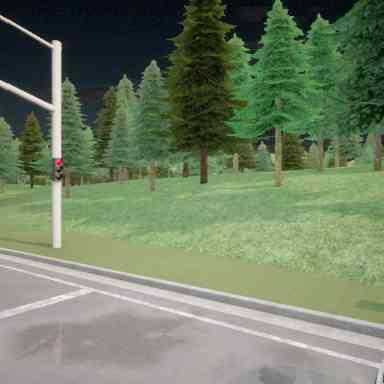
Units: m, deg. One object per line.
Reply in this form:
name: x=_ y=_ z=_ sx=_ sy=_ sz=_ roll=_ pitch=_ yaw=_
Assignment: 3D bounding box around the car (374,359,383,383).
car: x=3.388 y=1.352 z=1.571 sx=4.553 sy=1.767 sz=2.097 roll=0 pitch=0 yaw=36
